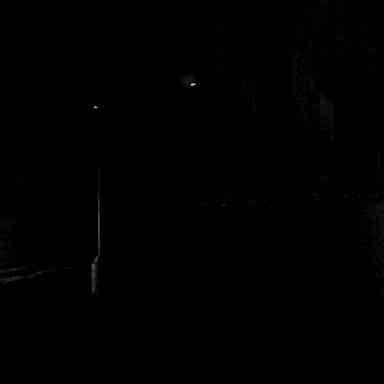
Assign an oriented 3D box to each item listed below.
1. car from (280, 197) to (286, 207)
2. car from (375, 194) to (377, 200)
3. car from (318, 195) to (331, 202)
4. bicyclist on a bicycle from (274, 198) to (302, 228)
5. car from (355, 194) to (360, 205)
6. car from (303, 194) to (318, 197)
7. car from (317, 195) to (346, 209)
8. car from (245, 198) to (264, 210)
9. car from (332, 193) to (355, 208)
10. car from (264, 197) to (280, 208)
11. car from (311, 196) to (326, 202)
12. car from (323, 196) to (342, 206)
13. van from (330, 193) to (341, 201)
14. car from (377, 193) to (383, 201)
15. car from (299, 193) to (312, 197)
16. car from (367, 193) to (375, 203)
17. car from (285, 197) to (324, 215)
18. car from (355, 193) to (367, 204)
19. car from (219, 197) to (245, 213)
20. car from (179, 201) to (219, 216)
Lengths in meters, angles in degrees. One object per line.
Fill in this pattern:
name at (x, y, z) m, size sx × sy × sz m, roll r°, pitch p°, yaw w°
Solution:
car at (13.342, 1.456, 50.288) m, size 1.947 × 1.339 × 4.313 m, roll 0°, pitch 0°, yaw 35°
car at (36.485, 1.303, 68.759) m, size 1.752 × 1.417 × 4.829 m, roll -1°, pitch 0°, yaw 35°
car at (29.384, 1.428, 73.477) m, size 1.802 × 1.307 × 4.206 m, roll 0°, pitch 0°, yaw 35°
bicyclist on a bicycle at (5.263, 1.177, 18.418) m, size 1.656 × 1.620 × 0.582 m, roll -1°, pitch 0°, yaw 35°
car at (23.557, 1.379, 50.069) m, size 1.947 × 1.339 × 4.313 m, roll 0°, pitch 0°, yaw 35°
car at (16.826, 1.373, 44.858) m, size 1.812 × 1.442 × 4.674 m, roll -1°, pitch 0°, yaw 35°
car at (17.141, 1.378, 40.795) m, size 1.887 × 1.381 × 4.507 m, roll 0°, pitch 0°, yaw 35°
car at (6.926, 1.495, 41.012) m, size 1.802 × 1.307 × 4.206 m, roll 0°, pitch 0°, yaw 35°
car at (20.348, 1.137, 45.433) m, size 2.192 × 1.841 × 5.009 m, roll 0°, pitch 0°, yaw 35°
car at (10.037, 1.427, 45.509) m, size 1.752 × 1.417 × 4.829 m, roll 0°, pitch 0°, yaw 35°
car at (26.177, 1.419, 68.840) m, size 1.947 × 1.339 × 4.313 m, roll 0°, pitch 0°, yaw 35°
car at (22.549, 1.335, 53.135) m, size 1.837 × 1.490 × 4.892 m, roll -1°, pitch 0°, yaw 35°
van at (35.799, 1.187, 82.755) m, size 1.690 × 1.788 × 3.998 m, roll -1°, pitch 0°, yaw 35°
car at (42.804, 1.360, 77.893) m, size 1.802 × 1.307 × 4.206 m, roll -1°, pitch 0°, yaw 35°
car at (19.759, 1.416, 59.564) m, size 1.887 × 1.381 × 4.507 m, roll 0°, pitch 0°, yaw 35°
car at (33.180, 1.100, 63.983) m, size 2.192 × 1.841 × 5.009 m, roll 0°, pitch 0°, yaw 35°
car at (10.726, 1.425, 31.520) m, size 1.947 × 1.339 × 4.313 m, roll 0°, pitch 0°, yaw 35°
car at (26.764, 1.119, 54.707) m, size 2.192 × 1.841 × 5.009 m, roll 0°, pitch 0°, yaw 35°
car at (3.716, 1.367, 36.374) m, size 1.967 × 1.590 × 4.097 m, roll 0°, pitch 0°, yaw 35°
car at (0.510, 1.525, 31.736) m, size 1.802 × 1.307 × 4.206 m, roll 0°, pitch 0°, yaw 35°
